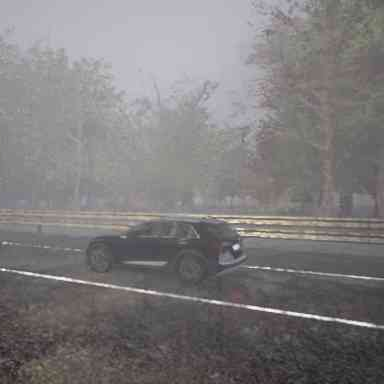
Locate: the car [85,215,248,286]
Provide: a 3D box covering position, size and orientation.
[{"bbox_3d":[-0.856,1.506,9.609,4.856,1.649,2.033,-1,0,27],"label":"car"}]
